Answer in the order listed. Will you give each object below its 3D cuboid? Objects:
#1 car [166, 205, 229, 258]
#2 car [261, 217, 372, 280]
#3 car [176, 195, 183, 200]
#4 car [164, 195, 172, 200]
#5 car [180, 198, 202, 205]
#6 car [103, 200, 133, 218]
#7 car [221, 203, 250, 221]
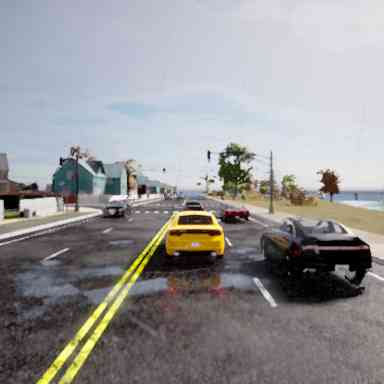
[{"bbox_3d":[0.105,1.459,12.640,1.882,1.535,5.008,0,0,0],"label":"car"},{"bbox_3d":[3.353,1.476,9.853,2.128,1.511,4.902,0,0,0],"label":"car"},{"bbox_3d":[-3.220,1.502,89.726,2.033,1.411,5.357,0,0,0],"label":"car"},{"bbox_3d":[-6.470,1.502,89.727,2.033,1.411,5.357,0,0,0],"label":"car"},{"bbox_3d":[0.108,1.469,27.727,1.837,1.490,4.892,0,0,0],"label":"car"},{"bbox_3d":[-6.516,1.455,29.711,2.128,1.511,4.902,0,0,0],"label":"car"},{"bbox_3d":[3.359,1.566,26.824,1.895,1.301,4.718,0,0,0],"label":"car"}]
